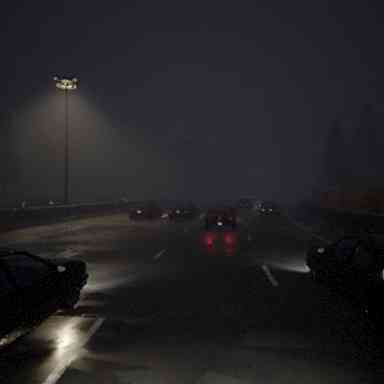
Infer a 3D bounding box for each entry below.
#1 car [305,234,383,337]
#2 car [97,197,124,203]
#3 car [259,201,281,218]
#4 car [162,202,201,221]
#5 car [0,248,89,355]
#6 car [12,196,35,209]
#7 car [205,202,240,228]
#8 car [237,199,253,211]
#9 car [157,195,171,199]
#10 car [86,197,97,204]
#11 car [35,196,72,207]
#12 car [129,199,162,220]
[{"bbox_3d":[3.839,1.555,6.553,2.033,1.411,5.357,0,0,3],"label":"car"},{"bbox_3d":[-10.655,1.587,45.850,1.895,1.301,4.718,0,0,17],"label":"car"},{"bbox_3d":[7.197,1.564,30.605,2.033,1.411,5.357,0,0,12],"label":"car"},{"bbox_3d":[-0.573,1.550,27.655,2.033,1.411,5.357,0,0,11],"label":"car"},{"bbox_3d":[-3.244,1.542,4.786,2.033,1.411,5.357,0,0,2],"label":"car"},{"bbox_3d":[-21.834,1.318,44.769,2.097,1.767,4.553,0,0,15],"label":"car"},{"bbox_3d":[2.009,1.607,22.071,1.895,1.301,4.718,0,0,9],"label":"car"},{"bbox_3d":[6.578,1.564,41.833,2.033,1.411,5.357,0,0,17],"label":"car"},{"bbox_3d":[-6.744,1.313,82.563,2.097,1.767,4.553,0,0,29],"label":"car"},{"bbox_3d":[-13.457,1.475,48.565,2.128,1.511,4.902,0,0,17],"label":"car"},{"bbox_3d":[-18.248,1.324,44.644,2.097,1.767,4.553,0,0,16],"label":"car"},{"bbox_3d":[-3.872,1.561,28.703,1.994,1.385,4.181,0,0,11],"label":"car"}]
